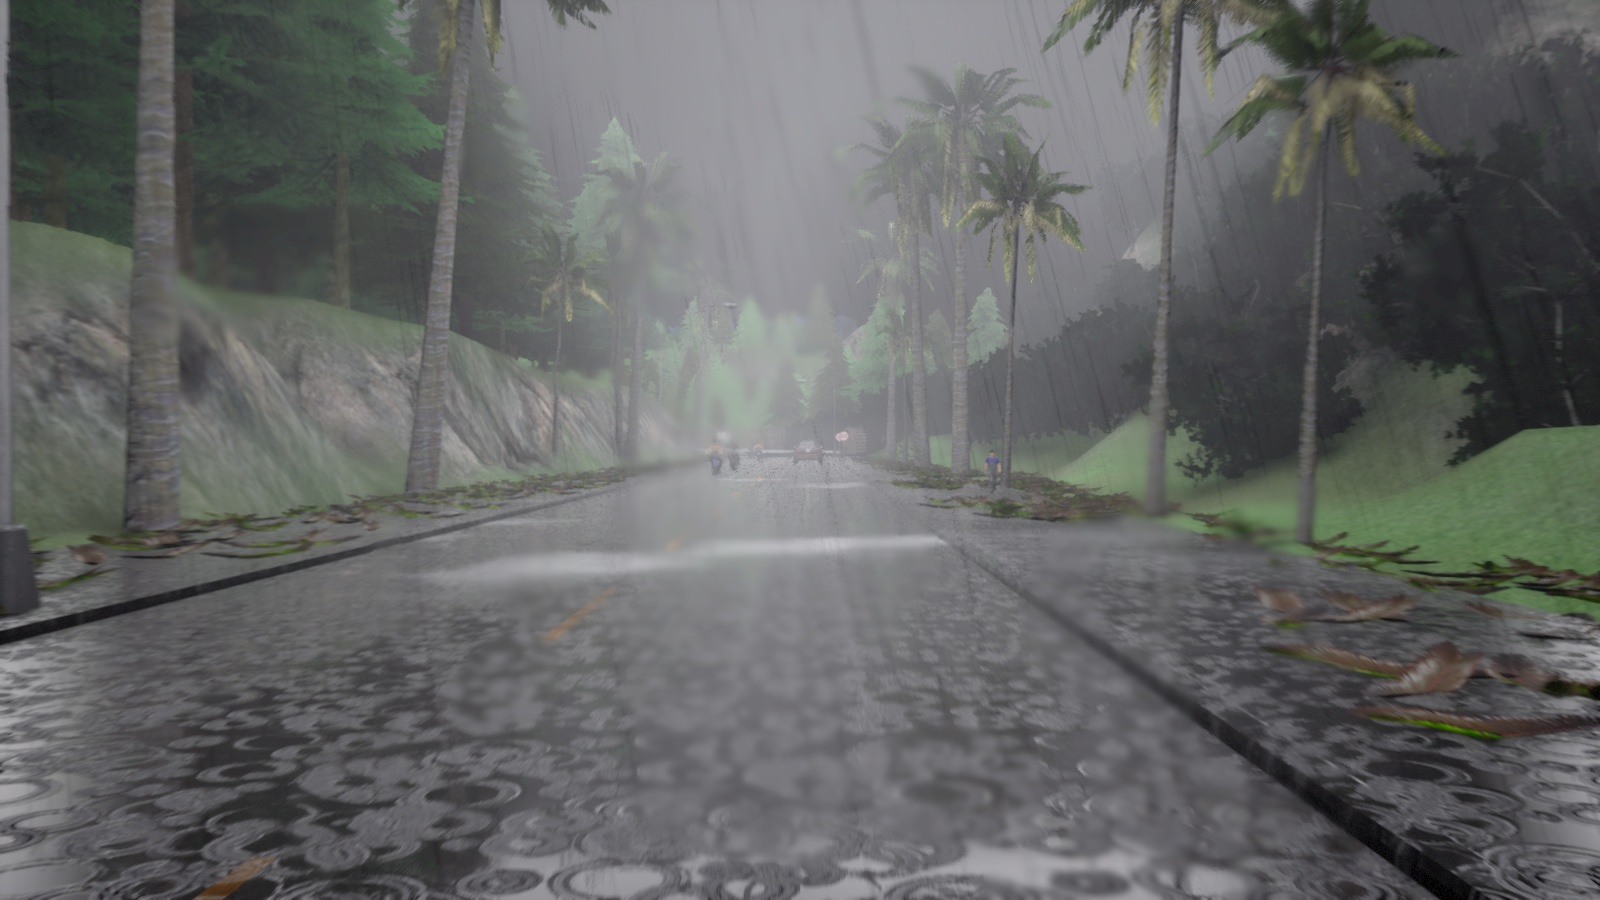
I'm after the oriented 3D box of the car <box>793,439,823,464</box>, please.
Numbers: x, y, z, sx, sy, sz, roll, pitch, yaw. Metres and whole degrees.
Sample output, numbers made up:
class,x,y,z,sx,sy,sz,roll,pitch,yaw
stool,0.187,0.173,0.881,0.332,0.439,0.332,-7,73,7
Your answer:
class,x,y,z,sx,sy,sz,roll,pitch,yaw
car,0.596,0.095,91.610,2.097,1.767,4.553,0,0,0

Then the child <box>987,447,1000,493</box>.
class,x,y,z,sx,sy,sz,roll,pitch,yaw
child,5.308,0.539,34.454,0.270,1.263,0.437,0,0,1
